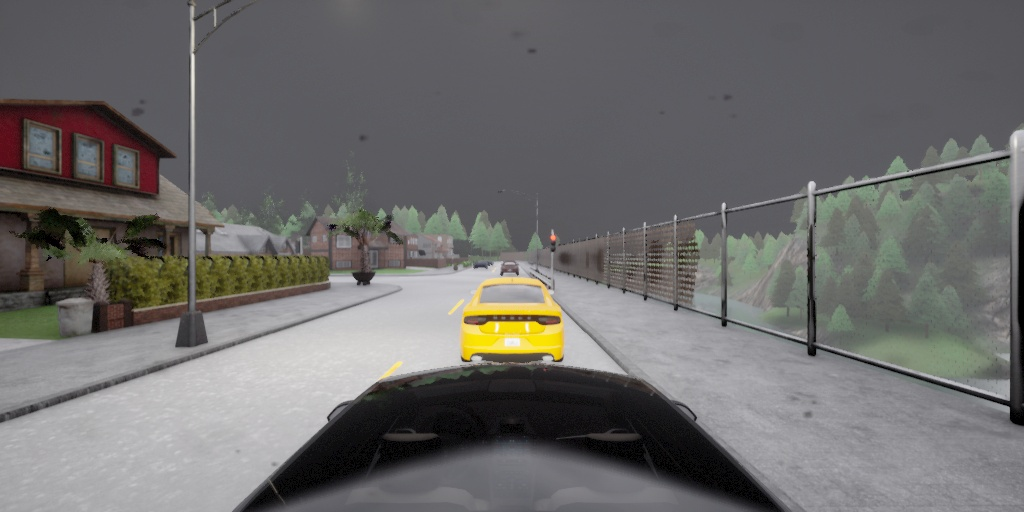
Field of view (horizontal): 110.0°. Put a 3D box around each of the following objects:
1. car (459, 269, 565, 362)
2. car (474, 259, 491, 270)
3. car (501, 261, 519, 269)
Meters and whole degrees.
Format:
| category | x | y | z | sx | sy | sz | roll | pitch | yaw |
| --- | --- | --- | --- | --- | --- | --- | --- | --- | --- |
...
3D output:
| category | x | y | z | sx | sy | sz | roll | pitch | yaw |
| --- | --- | --- | --- | --- | --- | --- | --- | --- | --- |
| car | 0.002 | 1.223 | 8.197 | 1.882 | 1.535 | 5.008 | 0 | 0 | 0 |
| car | -4.541 | 1.315 | 52.638 | 1.895 | 1.301 | 4.718 | 0 | 0 | 0 |
| car | -0.242 | 1.250 | 38.596 | 1.812 | 1.442 | 4.674 | 0 | 0 | -1 |
